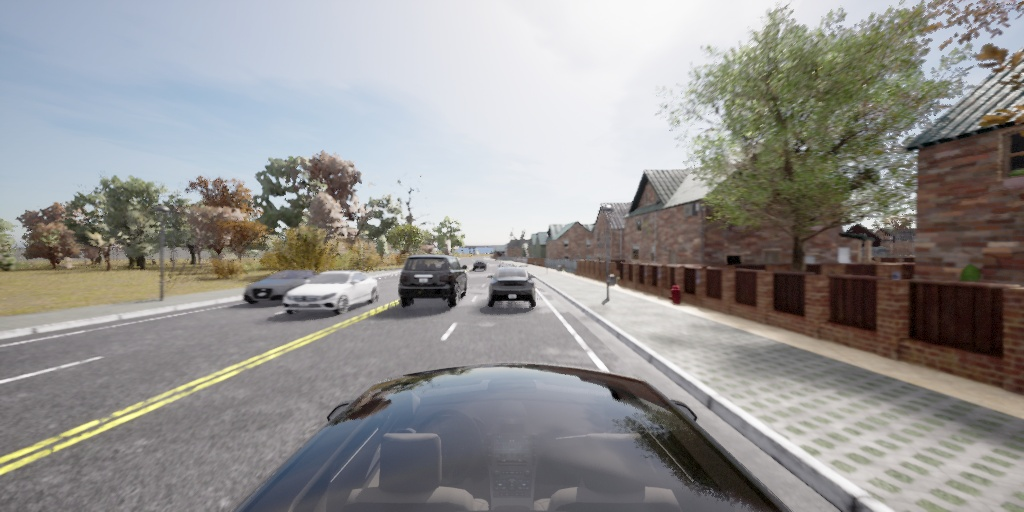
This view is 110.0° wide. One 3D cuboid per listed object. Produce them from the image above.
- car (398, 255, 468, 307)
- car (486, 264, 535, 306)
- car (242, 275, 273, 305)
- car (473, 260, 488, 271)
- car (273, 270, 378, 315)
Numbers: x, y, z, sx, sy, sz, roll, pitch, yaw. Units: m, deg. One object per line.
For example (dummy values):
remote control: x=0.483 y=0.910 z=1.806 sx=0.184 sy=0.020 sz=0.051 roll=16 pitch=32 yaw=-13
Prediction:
car: x=-3.263 y=0.974 z=15.728 sx=2.150 sy=2.045 sz=5.566 roll=0 pitch=0 yaw=-1
car: x=-0.021 y=1.253 z=15.740 sx=1.837 sy=1.490 sz=4.892 roll=0 pitch=0 yaw=-1
car: x=-9.908 y=1.327 z=16.201 sx=1.994 sy=1.385 sz=4.181 roll=0 pitch=0 yaw=0
car: x=-4.497 y=1.257 z=50.731 sx=1.837 sy=1.490 sz=4.892 roll=0 pitch=0 yaw=-3
car: x=-6.644 y=1.283 z=13.751 sx=1.812 sy=1.442 sz=4.674 roll=0 pitch=0 yaw=0
